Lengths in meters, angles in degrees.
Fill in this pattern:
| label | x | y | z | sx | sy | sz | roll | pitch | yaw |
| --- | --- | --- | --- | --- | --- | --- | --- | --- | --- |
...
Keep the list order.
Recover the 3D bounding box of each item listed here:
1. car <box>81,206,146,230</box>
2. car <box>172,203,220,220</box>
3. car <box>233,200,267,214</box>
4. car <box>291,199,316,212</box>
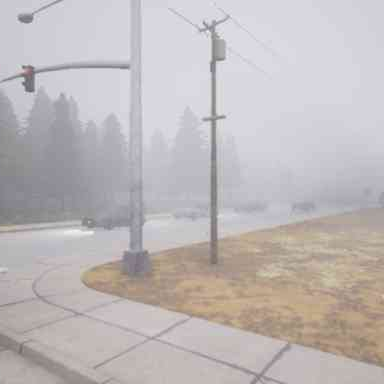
| label | x | y | z | sx | sy | sz | roll | pitch | yaw |
| --- | --- | --- | --- | --- | --- | --- | --- | --- | --- |
| car | -4.892 | 1.583 | 21.183 | 1.994 | 1.385 | 4.181 | 0 | 0 | 37 |
| car | 0.374 | 1.608 | 28.277 | 1.895 | 1.301 | 4.718 | 0 | 0 | 37 |
| car | 6.348 | 1.594 | 36.300 | 1.895 | 1.301 | 4.718 | 0 | 0 | 37 |
| car | 13.179 | 1.508 | 39.321 | 1.812 | 1.442 | 4.674 | 0 | 0 | 36 |
